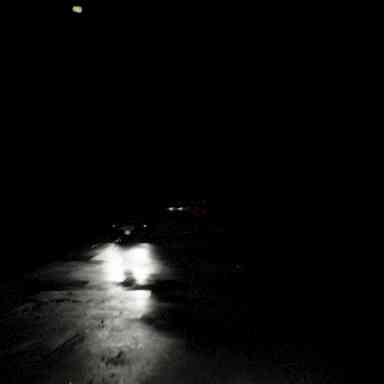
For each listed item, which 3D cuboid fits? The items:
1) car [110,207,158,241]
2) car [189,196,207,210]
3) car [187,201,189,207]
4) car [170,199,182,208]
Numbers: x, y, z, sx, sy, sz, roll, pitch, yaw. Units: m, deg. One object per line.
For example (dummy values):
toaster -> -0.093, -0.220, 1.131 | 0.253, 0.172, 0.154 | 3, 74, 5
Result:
car -> -2.854, 1.543, 17.172 | 2.128, 1.511, 4.902 | 0, 0, 0
car -> 0.953, 1.571, 48.492 | 2.150, 2.045, 5.566 | 0, -1, 0
car -> -0.013, 2.287, 66.637 | 1.812, 1.442, 4.674 | 0, -2, 0
car -> -2.810, 2.028, 58.827 | 1.882, 1.535, 5.008 | 0, -1, 1
